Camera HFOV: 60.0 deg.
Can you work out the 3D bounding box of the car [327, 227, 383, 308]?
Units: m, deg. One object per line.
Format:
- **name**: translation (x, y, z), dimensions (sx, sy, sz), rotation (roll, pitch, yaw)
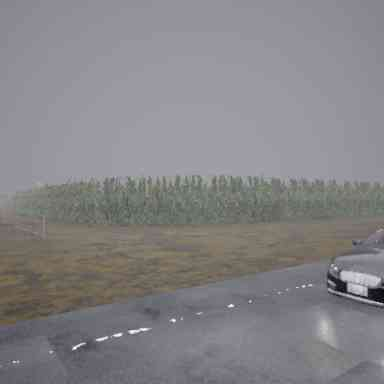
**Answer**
- **car**: translation (4.987, 1.503, 7.448), dimensions (4.902, 1.511, 2.128), rotation (0, 0, -36)
